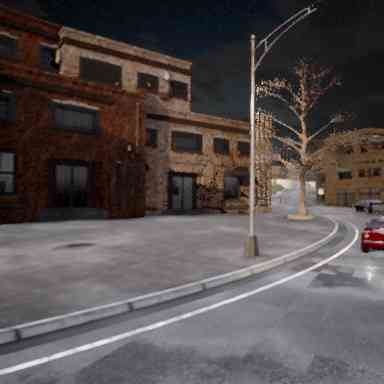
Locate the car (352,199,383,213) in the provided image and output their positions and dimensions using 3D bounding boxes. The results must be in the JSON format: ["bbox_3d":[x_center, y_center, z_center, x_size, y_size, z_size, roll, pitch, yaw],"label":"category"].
[{"bbox_3d":[18.204,1.498,34.183,2.128,1.511,4.902,1,0,3],"label":"car"}]

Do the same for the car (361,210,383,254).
[{"bbox_3d":[7.881,1.608,13.063,1.895,1.301,4.718,0,0,33],"label":"car"}]
